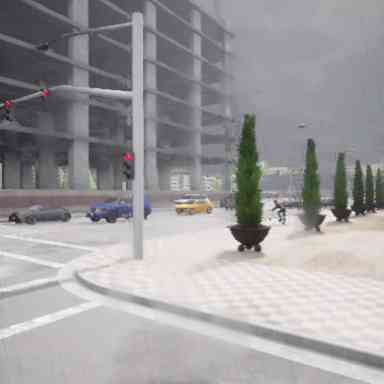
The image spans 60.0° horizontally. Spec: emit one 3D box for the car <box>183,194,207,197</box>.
[{"bbox_3d":[-0.036,1.278,40.001,2.150,2.045,5.566,0,0,36],"label":"car"}]

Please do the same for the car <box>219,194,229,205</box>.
[{"bbox_3d":[6.170,1.277,48.521,2.150,2.045,5.566,0,0,36],"label":"car"}]

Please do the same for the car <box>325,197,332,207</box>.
[{"bbox_3d":[20.417,1.520,50.031,2.128,1.511,4.902,0,0,36],"label":"car"}]

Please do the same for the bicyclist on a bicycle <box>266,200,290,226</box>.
[{"bbox_3d":[5.452,1.319,21.179,1.656,1.620,0.582,-1,0,36],"label":"bicyclist on a bicycle"}]

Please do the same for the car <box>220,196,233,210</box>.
[{"bbox_3d":[5.923,1.573,42.246,1.812,1.442,4.674,0,0,36],"label":"car"}]

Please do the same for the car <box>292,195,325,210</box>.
[{"bbox_3d":[14.903,1.519,42.408,2.128,1.511,4.902,0,0,36],"label":"car"}]

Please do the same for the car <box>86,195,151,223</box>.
[{"bbox_3d":[-5.632,1.270,26.301,2.150,2.045,5.566,0,0,36],"label":"car"}]

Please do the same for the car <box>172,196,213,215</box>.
[{"bbox_3d":[0.228,1.526,34.399,1.882,1.535,5.008,0,0,36],"label":"car"}]

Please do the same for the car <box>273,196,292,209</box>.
[{"bbox_3d":[13.463,1.638,46.465,1.895,1.301,4.718,0,0,36],"label":"car"}]

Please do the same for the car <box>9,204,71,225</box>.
[{"bbox_3d":[-11.148,1.622,24.648,1.994,1.385,4.181,0,0,36],"label":"car"}]
